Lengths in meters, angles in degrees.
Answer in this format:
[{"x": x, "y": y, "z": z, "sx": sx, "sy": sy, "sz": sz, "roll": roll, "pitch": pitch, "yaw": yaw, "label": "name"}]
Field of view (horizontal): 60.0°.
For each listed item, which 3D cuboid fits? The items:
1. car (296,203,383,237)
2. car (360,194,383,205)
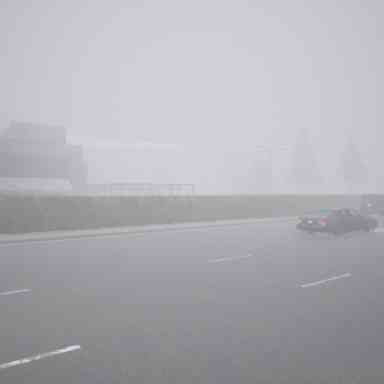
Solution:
[{"x": 7.899, "y": 1.545, "z": 17.965, "sx": 5.357, "sy": 1.411, "sz": 2.033, "roll": 0, "pitch": 0, "yaw": -35, "label": "car"}, {"x": 16.442, "y": 1.217, "z": 28.468, "sx": 5.566, "sy": 2.045, "sz": 2.150, "roll": 0, "pitch": 0, "yaw": -37, "label": "car"}]
